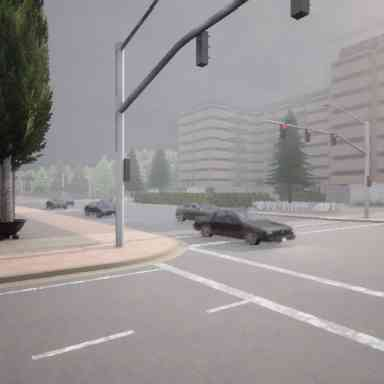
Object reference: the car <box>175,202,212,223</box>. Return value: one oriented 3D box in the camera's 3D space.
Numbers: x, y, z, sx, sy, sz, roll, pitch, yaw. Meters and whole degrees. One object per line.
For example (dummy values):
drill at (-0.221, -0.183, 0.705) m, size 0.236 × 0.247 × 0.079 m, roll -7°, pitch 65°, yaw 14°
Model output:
car at (0.693, 1.491, 23.633) m, size 2.128 × 1.511 × 4.902 m, roll 0°, pitch 0°, yaw -37°

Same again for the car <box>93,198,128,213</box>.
car at (-9.222, 1.492, 37.357) m, size 2.128 × 1.511 × 4.902 m, roll 0°, pitch 0°, yaw -36°

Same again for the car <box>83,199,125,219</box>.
car at (-8.137, 1.548, 29.868) m, size 2.033 × 1.411 × 5.357 m, roll 0°, pitch 0°, yaw -36°

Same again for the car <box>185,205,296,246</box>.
car at (2.182, 1.547, 15.663) m, size 2.033 × 1.411 × 5.357 m, roll 0°, pitch 0°, yaw -36°

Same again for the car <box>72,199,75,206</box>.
car at (-20.022, 1.479, 52.478) m, size 1.882 × 1.535 × 5.008 m, roll 0°, pitch 0°, yaw -36°

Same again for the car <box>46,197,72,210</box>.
car at (-17.461, 1.504, 42.825) m, size 1.837 × 1.490 × 4.892 m, roll 0°, pitch 0°, yaw -36°
